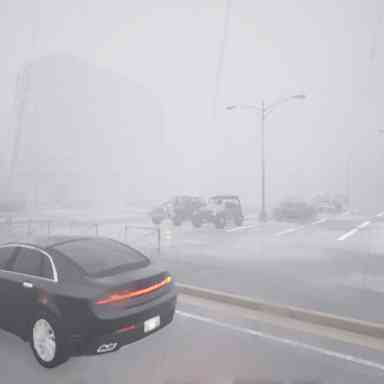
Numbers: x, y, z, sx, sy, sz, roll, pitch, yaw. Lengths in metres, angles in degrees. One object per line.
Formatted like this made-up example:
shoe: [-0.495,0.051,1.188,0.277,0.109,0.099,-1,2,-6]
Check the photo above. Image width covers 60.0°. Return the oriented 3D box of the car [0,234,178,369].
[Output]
car: [-2.494,1.503,5.778,4.892,1.490,1.837,-1,0,36]

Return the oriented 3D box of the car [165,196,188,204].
car: [-2.816,1.511,62.755,1.837,1.490,4.892,0,0,34]

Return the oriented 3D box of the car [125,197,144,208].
car: [-7.757,1.526,49.283,1.812,1.442,4.674,0,0,34]

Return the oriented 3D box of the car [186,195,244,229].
car: [1.666,1.156,20.256,1.905,1.878,3.866,0,0,34]

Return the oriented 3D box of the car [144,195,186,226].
car: [-0.699,1.153,21.926,1.932,1.855,4.605,0,0,34]

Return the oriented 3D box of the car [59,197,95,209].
car: [-15.264,1.504,44.427,1.837,1.490,4.892,0,0,34]

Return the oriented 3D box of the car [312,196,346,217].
car: [13.710,1.395,33.194,1.970,1.475,3.806,0,0,34]

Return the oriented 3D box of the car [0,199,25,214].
car: [-18.984,1.491,32.634,2.128,1.511,4.902,0,0,34]

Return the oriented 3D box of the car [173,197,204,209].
car: [-0.425,1.504,47.316,1.837,1.490,4.892,0,0,34]
